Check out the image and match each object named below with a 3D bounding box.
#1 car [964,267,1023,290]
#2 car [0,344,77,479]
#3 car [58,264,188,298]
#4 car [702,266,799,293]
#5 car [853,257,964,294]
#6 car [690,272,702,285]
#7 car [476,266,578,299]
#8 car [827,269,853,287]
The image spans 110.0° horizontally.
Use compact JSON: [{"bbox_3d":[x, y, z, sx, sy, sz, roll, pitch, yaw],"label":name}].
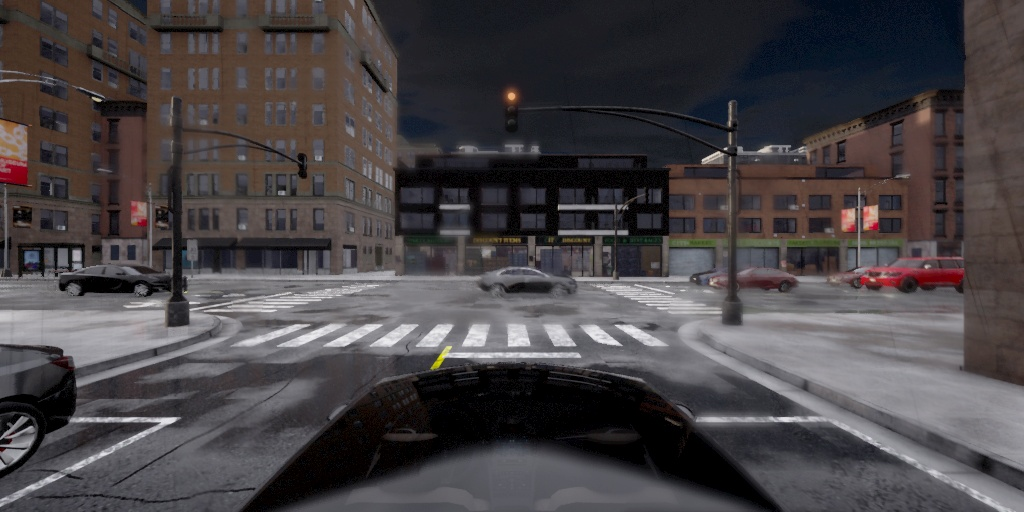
[{"bbox_3d":[34.112,1.498,24.385,4.181,1.385,1.994,0,0,0],"label":"car"},{"bbox_3d":[-5.387,1.316,1.927,1.948,1.339,4.313,0,0,0],"label":"car"},{"bbox_3d":[-18.698,1.145,17.404,5.008,1.535,1.882,0,0,0],"label":"car"},{"bbox_3d":[14.097,1.354,21.032,4.674,1.442,1.812,0,0,1],"label":"car"},{"bbox_3d":[23.991,1.101,21.071,5.566,2.045,2.150,0,0,0],"label":"car"},{"bbox_3d":[14.396,1.394,24.285,4.181,1.385,1.994,0,0,0],"label":"car"},{"bbox_3d":[0.719,1.252,17.509,4.902,1.511,2.128,0,0,0],"label":"car"},{"bbox_3d":[24.158,1.407,24.326,4.674,1.442,1.812,0,0,0],"label":"car"}]
